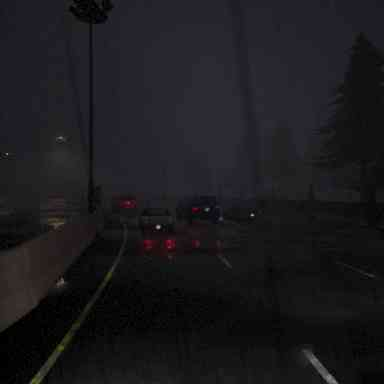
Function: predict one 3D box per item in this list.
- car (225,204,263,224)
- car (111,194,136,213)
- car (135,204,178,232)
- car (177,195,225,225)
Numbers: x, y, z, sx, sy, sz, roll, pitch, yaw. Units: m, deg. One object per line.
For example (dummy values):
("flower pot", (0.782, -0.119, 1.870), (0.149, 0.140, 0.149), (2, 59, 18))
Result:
("car", (3.724, 1.573, 25.095), (1.994, 1.385, 4.181), (0, 0, -14))
("car", (-7.910, 1.273, 38.353), (2.150, 2.045, 5.566), (0, 0, -22))
("car", (-2.296, 1.623, 20.405), (1.895, 1.301, 4.718), (0, 0, -12))
("car", (0.324, 1.240, 24.458), (2.150, 2.045, 5.566), (0, 0, -14))
